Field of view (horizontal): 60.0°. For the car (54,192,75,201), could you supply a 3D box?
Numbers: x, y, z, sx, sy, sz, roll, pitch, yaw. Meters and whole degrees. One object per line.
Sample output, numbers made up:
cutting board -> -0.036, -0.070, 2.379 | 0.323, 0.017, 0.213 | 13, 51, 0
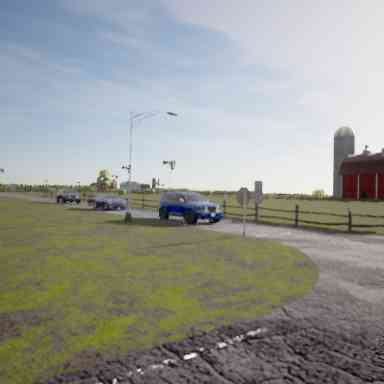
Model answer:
car -> -22.500, 0.784, 58.626 | 2.128, 1.511, 4.902 | 2, 0, -36

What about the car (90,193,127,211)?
car -> -8.375, 0.967, 34.124 | 2.097, 1.767, 4.553 | 2, 0, -36

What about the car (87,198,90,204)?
car -> -12.786, 1.047, 45.219 | 1.812, 1.442, 4.674 | 2, 0, -36

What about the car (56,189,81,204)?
car -> -17.369, 0.625, 46.637 | 2.150, 2.045, 5.566 | 2, 0, -35

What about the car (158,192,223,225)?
car -> -0.286, 1.035, 22.952 | 2.150, 2.045, 5.566 | 2, 0, -36
